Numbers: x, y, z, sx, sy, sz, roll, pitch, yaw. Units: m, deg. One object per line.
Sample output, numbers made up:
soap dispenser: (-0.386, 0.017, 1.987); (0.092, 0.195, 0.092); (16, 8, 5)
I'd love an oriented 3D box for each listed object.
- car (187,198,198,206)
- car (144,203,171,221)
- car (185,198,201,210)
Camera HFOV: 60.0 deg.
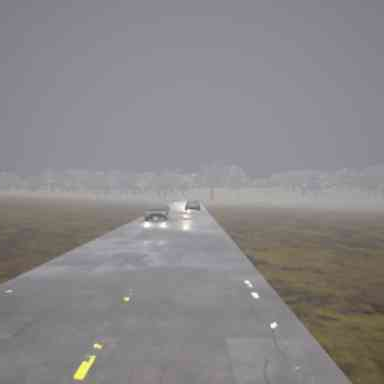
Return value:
car: (0.102, 1.795, 61.430); (2.033, 1.411, 5.357); (0, -1, 0)
car: (-2.749, 1.622, 27.809); (2.033, 1.411, 5.357); (0, 0, 0)
car: (0.101, 1.672, 43.394); (1.994, 1.385, 4.181); (0, 0, 0)
